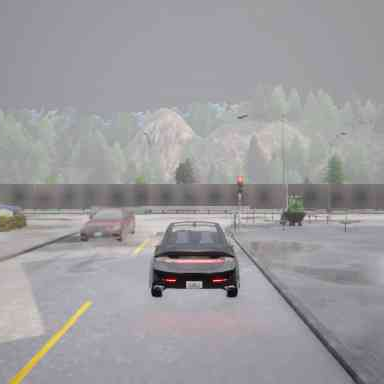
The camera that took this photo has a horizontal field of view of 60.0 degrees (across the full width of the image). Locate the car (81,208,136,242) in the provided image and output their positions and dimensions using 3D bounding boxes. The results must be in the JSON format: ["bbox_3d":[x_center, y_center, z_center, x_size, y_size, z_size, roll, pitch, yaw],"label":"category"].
[{"bbox_3d":[-3.927,1.526,16.382,1.812,1.442,4.674,0,0,1],"label":"car"}]

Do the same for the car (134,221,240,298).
[{"bbox_3d":[0.064,1.491,8.533,2.128,1.511,4.902,0,0,1],"label":"car"}]

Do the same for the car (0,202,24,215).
[{"bbox_3d":[-16.636,1.478,27.619,5.008,1.535,1.882,0,0,1],"label":"car"}]
